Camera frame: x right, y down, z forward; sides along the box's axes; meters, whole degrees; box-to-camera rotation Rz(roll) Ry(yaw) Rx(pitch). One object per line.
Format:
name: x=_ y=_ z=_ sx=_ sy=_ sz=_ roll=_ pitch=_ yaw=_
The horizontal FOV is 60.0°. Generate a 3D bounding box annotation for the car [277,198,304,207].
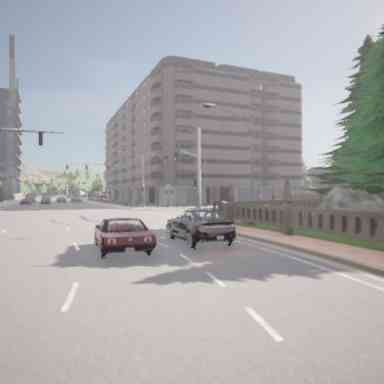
car: x=15.318 y=1.682 z=51.652 sx=4.892 sy=1.490 sz=1.837 roll=0 pitch=0 yaw=-23

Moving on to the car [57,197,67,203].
car: x=-31.670 y=1.972 z=81.051 sx=1.994 sy=1.385 sz=4.181 roll=0 pitch=0 yaw=-23

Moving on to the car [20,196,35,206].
car: x=-32.230 y=1.962 z=64.586 sx=1.895 sy=1.301 sz=4.718 roll=0 pitch=0 yaw=-23

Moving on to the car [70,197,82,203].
car: x=-28.470 y=2.007 z=82.468 sx=1.895 sy=1.301 sz=4.718 roll=0 pitch=0 yaw=-23

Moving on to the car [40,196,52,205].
car: x=-29.015 y=1.954 z=65.968 sx=1.895 sy=1.301 sz=4.718 roll=0 pitch=0 yaw=-23

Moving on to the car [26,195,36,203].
car: x=-38.606 y=1.652 z=79.462 sx=2.150 sy=2.045 sz=5.566 roll=0 pitch=0 yaw=-23

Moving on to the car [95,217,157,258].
car: x=-2.820 y=1.661 z=13.234 sx=1.895 sy=1.301 sz=4.718 roll=0 pitch=0 yaw=-19

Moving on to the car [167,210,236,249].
car: x=0.250 y=1.544 z=14.941 sx=2.128 sy=1.511 sz=4.902 roll=0 pitch=0 yaw=-20
